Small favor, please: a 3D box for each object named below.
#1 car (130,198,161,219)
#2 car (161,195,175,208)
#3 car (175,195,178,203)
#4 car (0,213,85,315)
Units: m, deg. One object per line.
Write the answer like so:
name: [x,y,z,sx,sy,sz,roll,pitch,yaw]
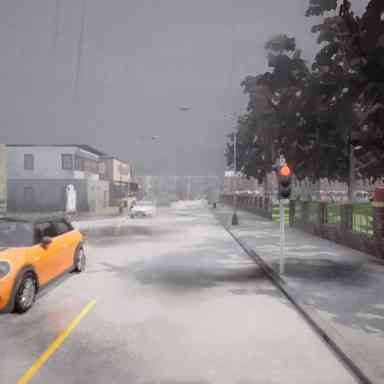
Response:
car: [-4.147,1.526,29.267,1.812,1.442,4.674,0,0,2]
car: [-4.054,1.547,49.014,2.033,1.411,5.357,0,0,0]
car: [-3.936,1.352,69.438,2.097,1.767,4.553,0,0,0]
car: [-4.093,1.352,7.586,2.097,1.767,4.553,0,0,0]
